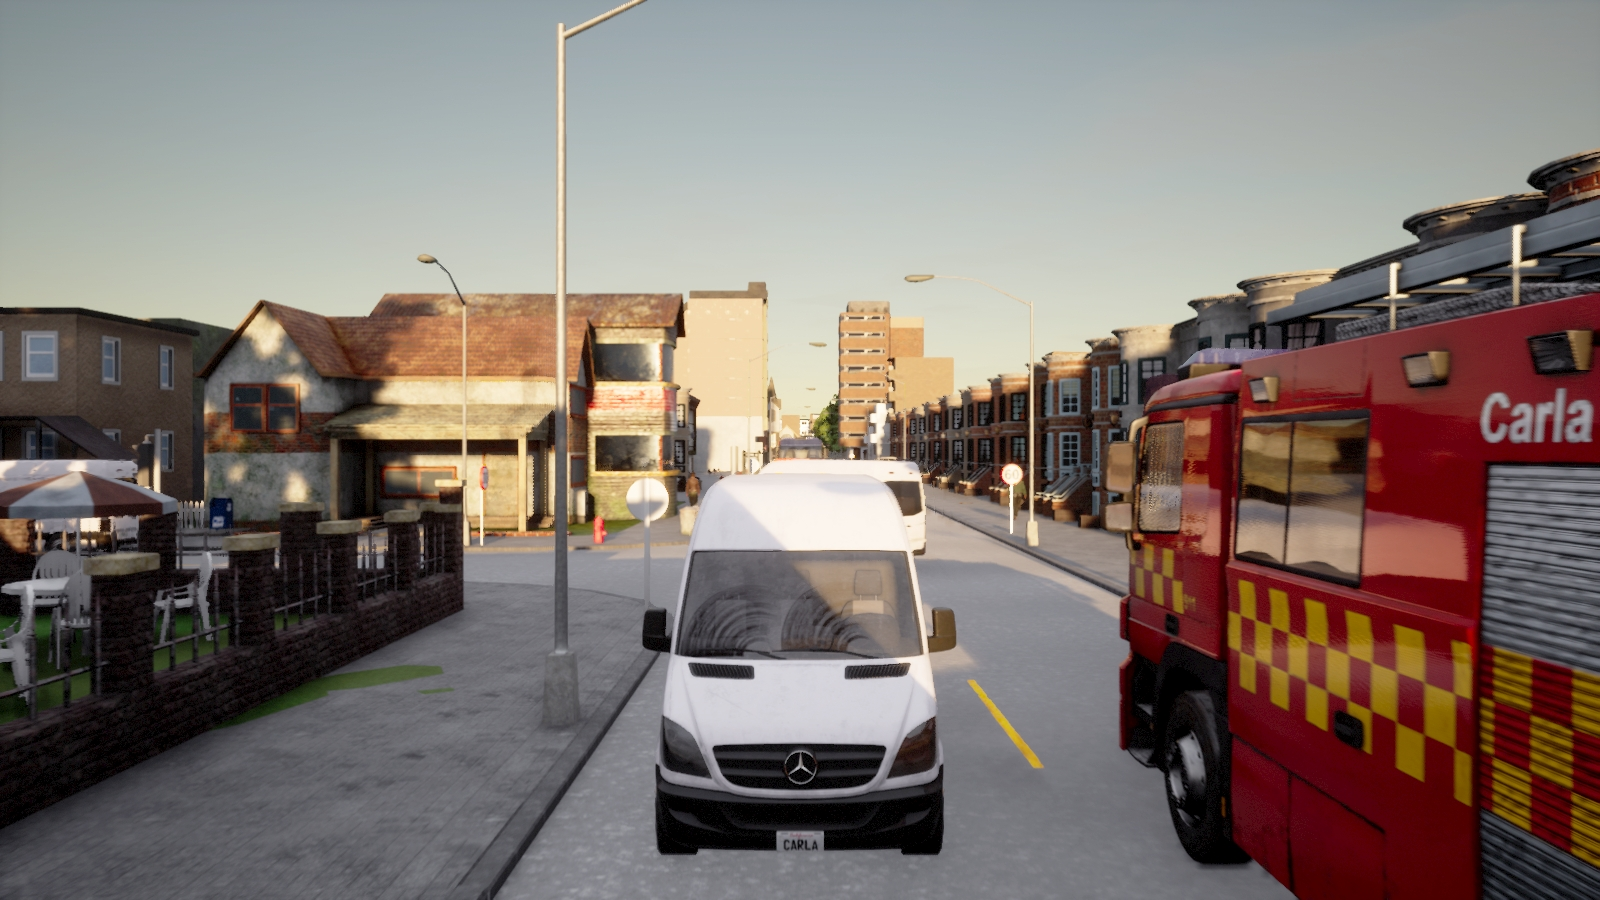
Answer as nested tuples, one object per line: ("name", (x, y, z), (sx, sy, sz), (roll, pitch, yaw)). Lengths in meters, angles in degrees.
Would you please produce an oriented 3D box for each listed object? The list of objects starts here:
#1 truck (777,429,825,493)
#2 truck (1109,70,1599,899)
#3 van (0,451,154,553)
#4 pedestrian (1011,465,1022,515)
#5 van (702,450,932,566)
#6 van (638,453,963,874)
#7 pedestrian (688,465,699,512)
("truck", (0.039, 0.666, 72.575), (2.891, 3.827, 8.468), (0, 0, 0))
("truck", (4.047, 0.670, 5.277), (2.891, 3.827, 8.468), (0, 0, 0))
("van", (-20.316, 1.313, 29.680), (5.915, 2.561, 1.988), (0, 0, 0))
("pedestrian", (8.274, 1.525, 43.611), (0.375, 1.860, 0.375), (0, 0, 19))
("van", (0.272, 1.313, 28.135), (1.988, 2.561, 5.915), (2, -1, -45))
("van", (0.003, 1.314, 9.944), (1.988, 2.561, 5.915), (0, 0, 0))
("pedestrian", (-4.190, 1.525, 45.117), (0.375, 1.860, 0.375), (0, 0, 3))
